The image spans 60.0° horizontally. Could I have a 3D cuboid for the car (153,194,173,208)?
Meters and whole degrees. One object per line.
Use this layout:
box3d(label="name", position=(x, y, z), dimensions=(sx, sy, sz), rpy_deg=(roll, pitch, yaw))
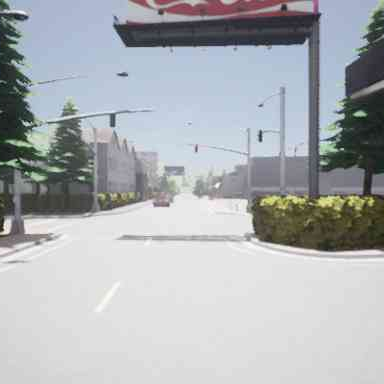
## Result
box3d(label="car", position=(-4.129, 1.164, 45.361), dimensions=(2.097, 1.767, 4.553), rpy_deg=(0, 0, 0))

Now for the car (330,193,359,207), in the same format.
box3d(label="car", position=(21.817, 1.048, 47.844), dimensions=(1.932, 1.855, 4.605), rpy_deg=(0, 0, -1))

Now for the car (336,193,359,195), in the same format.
box3d(label="car", position=(18.649, 1.067, 39.928), dimensions=(1.905, 1.878, 3.866), rpy_deg=(0, 0, -1))

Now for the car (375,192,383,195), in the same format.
box3d(label="car", position=(37.488, 0.927, 65.465), dimensions=(1.905, 1.878, 3.866), rpy_deg=(0, 0, -1))

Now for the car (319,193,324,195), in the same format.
box3d(label="car", position=(24.695, 1.025, 65.273), dimensions=(2.152, 1.636, 5.027), rpy_deg=(0, 0, -1))
